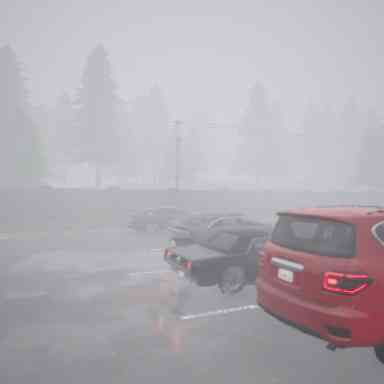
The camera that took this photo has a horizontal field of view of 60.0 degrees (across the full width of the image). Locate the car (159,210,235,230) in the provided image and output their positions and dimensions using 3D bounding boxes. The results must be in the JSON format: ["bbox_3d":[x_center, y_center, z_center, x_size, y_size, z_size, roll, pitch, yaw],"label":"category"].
[{"bbox_3d":[1.560,1.546,12.408,4.902,1.511,2.128,1,0,-24],"label":"car"}]

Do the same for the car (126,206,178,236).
[{"bbox_3d":[-1.242,1.559,18.824,4.892,1.490,1.837,1,0,-24],"label":"car"}]

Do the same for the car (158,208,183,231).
[{"bbox_3d":[0.814,1.625,15.910,4.181,1.385,1.994,1,0,-24],"label":"car"}]

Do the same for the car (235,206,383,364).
[{"bbox_3d":[3.742,1.270,5.715,5.566,2.045,2.150,1,0,-24],"label":"car"}]

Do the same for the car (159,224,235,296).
[{"bbox_3d":[1.769,1.644,8.666,4.718,1.301,1.895,1,0,-24],"label":"car"}]
